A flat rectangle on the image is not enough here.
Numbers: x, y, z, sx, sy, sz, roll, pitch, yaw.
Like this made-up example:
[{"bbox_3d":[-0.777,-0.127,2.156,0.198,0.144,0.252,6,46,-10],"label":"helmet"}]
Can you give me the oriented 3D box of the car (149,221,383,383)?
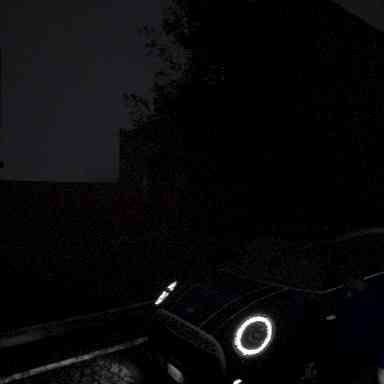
[{"bbox_3d":[1.647,1.347,4.864,4.553,1.767,2.097,0,0,-36],"label":"car"}]
